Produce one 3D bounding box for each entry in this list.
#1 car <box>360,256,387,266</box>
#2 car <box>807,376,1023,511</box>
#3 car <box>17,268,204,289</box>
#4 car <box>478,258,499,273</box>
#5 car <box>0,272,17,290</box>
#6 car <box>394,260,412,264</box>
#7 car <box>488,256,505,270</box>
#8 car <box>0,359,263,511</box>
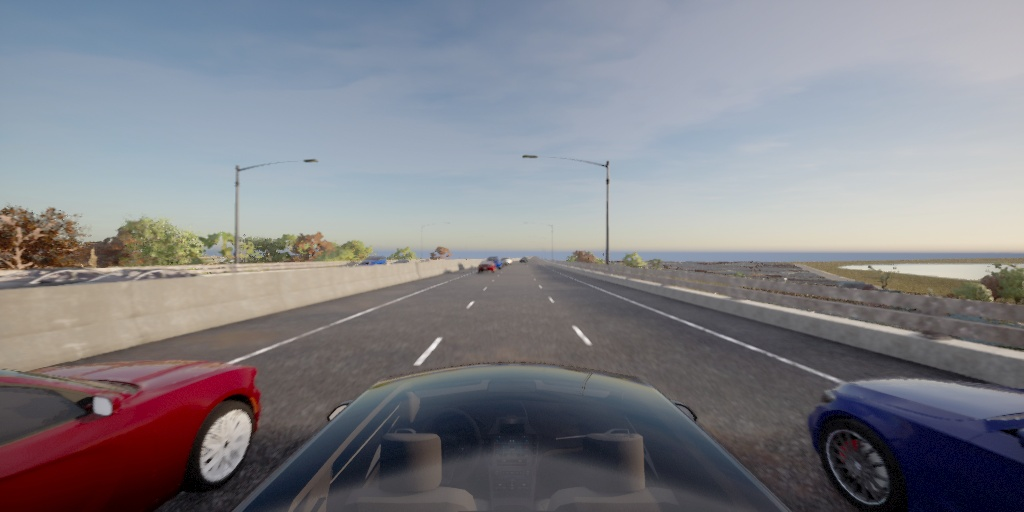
[{"bbox_3d":[-20.298,1.012,52.954,2.150,2.045,5.566,0,0,2],"label":"car"},{"bbox_3d":[3.607,1.282,1.289,1.812,1.442,4.674,0,0,0],"label":"car"},{"bbox_3d":[-14.049,1.226,13.464,2.128,1.511,4.902,0,0,0],"label":"car"},{"bbox_3d":[-3.008,1.282,43.850,1.882,1.535,5.008,0,0,1],"label":"car"},{"bbox_3d":[-17.547,1.220,13.526,2.128,1.511,4.902,0,0,0],"label":"car"},{"bbox_3d":[-16.730,1.309,55.079,1.837,1.490,4.892,0,0,2],"label":"car"},{"bbox_3d":[-2.710,1.052,54.844,2.150,2.045,5.566,0,0,2],"label":"car"},{"bbox_3d":[-3.392,1.222,1.507,1.882,1.535,5.008,0,0,0],"label":"car"}]
